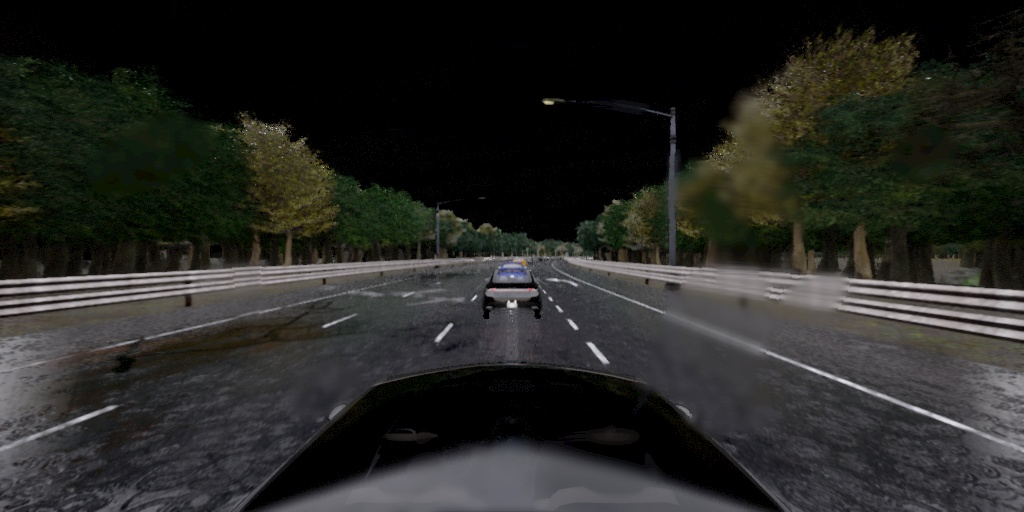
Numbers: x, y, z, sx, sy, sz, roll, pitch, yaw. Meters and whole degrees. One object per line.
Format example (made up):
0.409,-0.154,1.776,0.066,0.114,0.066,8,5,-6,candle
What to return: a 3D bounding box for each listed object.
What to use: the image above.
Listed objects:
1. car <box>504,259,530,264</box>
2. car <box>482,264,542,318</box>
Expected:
0.047,1.176,25.488,1.882,1.535,5.008,0,0,1,car
0.003,1.209,12.837,2.128,1.511,4.902,0,0,0,car
